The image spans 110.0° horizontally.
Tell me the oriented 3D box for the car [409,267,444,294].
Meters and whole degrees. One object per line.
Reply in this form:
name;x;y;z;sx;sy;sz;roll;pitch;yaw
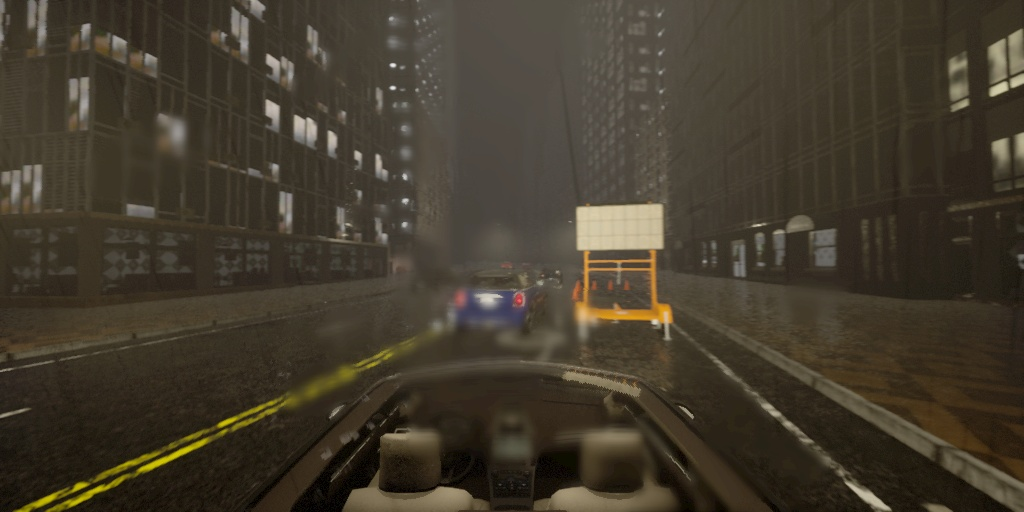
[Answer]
car;-4.648;1.485;22.341;1.837;1.490;4.892;-1;0;10

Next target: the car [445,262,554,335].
car;-0.108;1.190;11.147;2.097;1.767;4.553;-1;0;13

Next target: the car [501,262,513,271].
car;-0.886;1.794;62.625;1.882;1.535;5.008;0;-1;1

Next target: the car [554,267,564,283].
car;3.463;1.578;30.576;1.895;1.301;4.718;-1;-1;8

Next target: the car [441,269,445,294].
car;-1.804;1.477;19.698;2.033;1.411;5.357;-1;-1;11

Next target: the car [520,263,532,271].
car;2.323;1.840;60.617;1.994;1.385;4.181;0;0;2

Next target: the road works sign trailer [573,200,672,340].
road works sign trailer;3.070;0.261;10.250;2.380;3.560;2.880;0;0;12
